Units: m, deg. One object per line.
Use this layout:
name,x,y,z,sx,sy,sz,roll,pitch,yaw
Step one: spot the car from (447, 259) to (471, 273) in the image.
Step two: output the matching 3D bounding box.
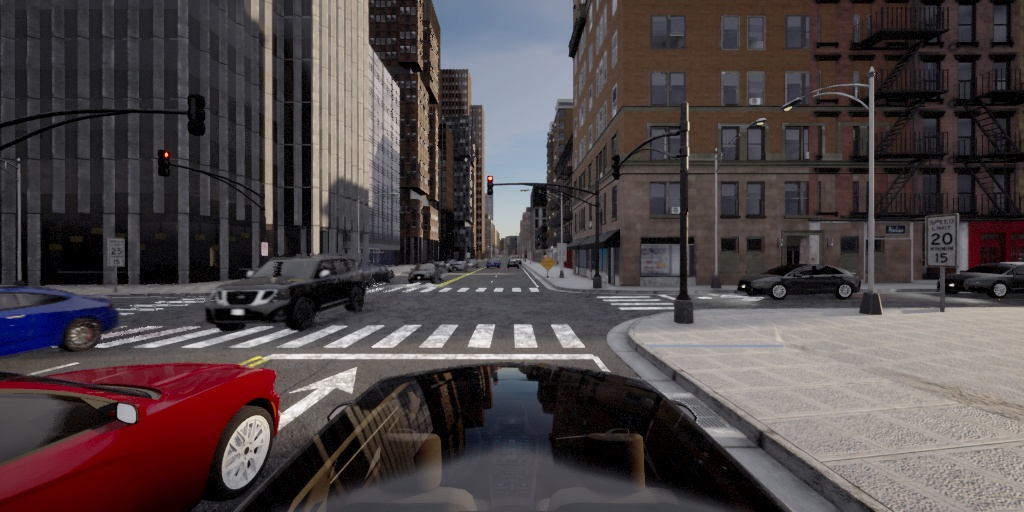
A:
car,-6.505,1.323,43.114,1.994,1.385,4.181,0,0,0

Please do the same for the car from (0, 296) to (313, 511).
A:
car,-3.153,1.228,1.421,1.882,1.535,5.008,0,0,0

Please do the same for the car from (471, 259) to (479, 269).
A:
car,-6.429,1.258,57.845,2.128,1.511,4.902,0,0,1

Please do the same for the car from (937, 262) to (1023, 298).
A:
car,22.301,1.048,16.197,4.892,1.490,1.837,0,0,0

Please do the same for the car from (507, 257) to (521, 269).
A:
car,0.175,1.271,58.745,1.837,1.490,4.892,0,0,0

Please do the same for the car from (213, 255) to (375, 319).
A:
car,-6.597,0.996,11.388,2.150,2.045,5.566,0,0,0

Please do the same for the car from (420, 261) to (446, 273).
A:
car,-9.750,1.307,44.621,2.033,1.411,5.357,0,0,0

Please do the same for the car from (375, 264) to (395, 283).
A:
car,-9.983,1.299,25.164,2.033,1.411,5.357,0,0,4

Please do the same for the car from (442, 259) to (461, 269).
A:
car,-9.682,1.256,57.459,2.128,1.511,4.902,0,0,1

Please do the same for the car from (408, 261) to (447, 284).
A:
car,-6.516,1.257,27.353,1.837,1.490,4.892,0,0,-1

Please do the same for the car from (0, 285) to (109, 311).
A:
car,-9.843,1.273,6.218,1.812,1.442,4.674,0,0,0

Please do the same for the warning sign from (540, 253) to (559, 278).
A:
warning sign,2.909,0.869,29.142,1.300,1.860,1.060,0,0,0

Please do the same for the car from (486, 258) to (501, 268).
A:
car,-3.068,1.119,59.494,2.097,1.767,4.553,0,0,1

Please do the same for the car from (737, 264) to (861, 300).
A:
car,12.904,1.116,16.278,4.892,1.490,1.837,0,0,-1
